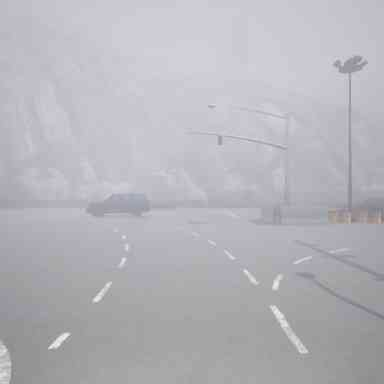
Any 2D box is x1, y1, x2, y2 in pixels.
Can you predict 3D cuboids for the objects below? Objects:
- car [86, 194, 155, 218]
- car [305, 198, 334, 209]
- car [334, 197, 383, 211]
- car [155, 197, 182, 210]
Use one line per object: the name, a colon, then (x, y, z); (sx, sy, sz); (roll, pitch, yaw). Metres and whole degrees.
car: (-6.387, 1.156, 29.416); (5.566, 2.045, 2.150); (0, 0, -3)
car: (16.343, 1.441, 41.108); (4.674, 1.442, 1.812); (0, 0, -3)
car: (16.070, 1.289, 30.588); (4.553, 1.767, 2.097); (0, 0, -3)
car: (-3.654, 1.403, 40.074); (4.902, 1.511, 2.128); (0, 0, -3)
